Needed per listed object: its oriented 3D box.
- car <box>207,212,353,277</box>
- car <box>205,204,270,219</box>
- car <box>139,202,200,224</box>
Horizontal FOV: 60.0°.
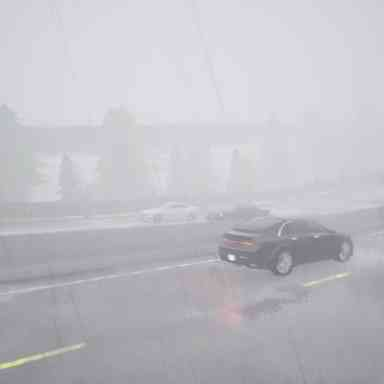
[{"bbox_3d":[3.017,1.477,10.197,4.892,1.490,1.837,0,0,-35],"label":"car"},{"bbox_3d":[3.233,1.513,23.423,4.718,1.301,1.895,-1,1,-35],"label":"car"},{"bbox_3d":[-1.570,1.482,24.326,4.674,1.442,1.812,0,0,-35],"label":"car"}]
